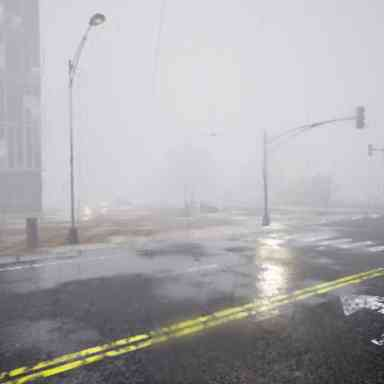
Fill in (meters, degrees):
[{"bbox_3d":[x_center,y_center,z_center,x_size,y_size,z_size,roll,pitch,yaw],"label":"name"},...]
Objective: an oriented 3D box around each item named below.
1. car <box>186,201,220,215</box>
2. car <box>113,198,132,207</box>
[{"bbox_3d":[1.082,1.617,35.003,1.994,1.385,4.181,-1,1,-33],"label":"car"},{"bbox_3d":[-11.325,1.636,54.182,1.994,1.385,4.181,-1,1,-33],"label":"car"}]
